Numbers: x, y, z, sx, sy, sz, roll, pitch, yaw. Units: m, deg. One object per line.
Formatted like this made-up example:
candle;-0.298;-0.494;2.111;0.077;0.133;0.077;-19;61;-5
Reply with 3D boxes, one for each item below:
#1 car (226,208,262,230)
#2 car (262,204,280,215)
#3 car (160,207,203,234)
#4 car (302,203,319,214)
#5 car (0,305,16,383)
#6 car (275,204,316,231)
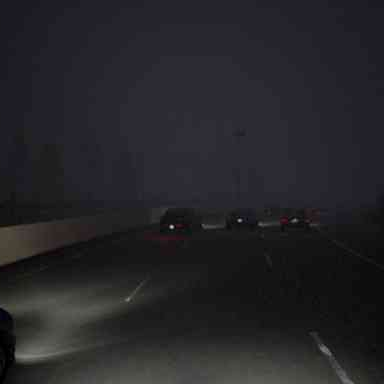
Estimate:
car;3.577;1.817;23.147;1.994;1.385;4.181;0;-1;15
car;9.518;2.038;38.845;1.895;1.301;4.718;0;-1;26
car;-0.587;1.724;21.073;1.837;1.490;4.892;0;-1;13
car;13.760;1.982;39.476;1.812;1.442;4.674;0;0;27
car;-3.208;1.365;2.184;2.097;1.767;4.553;0;-1;1
car;6.955;1.806;22.542;2.033;1.411;5.357;0;-1;17
